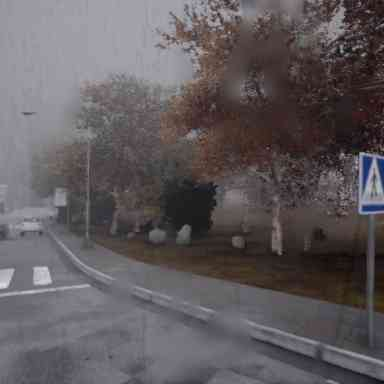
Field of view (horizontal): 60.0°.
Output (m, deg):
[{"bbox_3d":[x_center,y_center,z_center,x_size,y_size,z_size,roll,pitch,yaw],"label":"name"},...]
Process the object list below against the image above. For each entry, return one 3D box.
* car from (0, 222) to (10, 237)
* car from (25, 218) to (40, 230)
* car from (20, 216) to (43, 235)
[{"bbox_3d":[-20.128,3.855,34.332,1.837,1.490,4.892,1,-3,-25],"label":"car"},{"bbox_3d":[-22.659,4.438,47.241,1.812,1.442,4.674,1,-3,-26],"label":"car"},{"bbox_3d":[-18.069,3.711,37.471,2.150,2.045,5.566,1,-3,-25],"label":"car"}]
